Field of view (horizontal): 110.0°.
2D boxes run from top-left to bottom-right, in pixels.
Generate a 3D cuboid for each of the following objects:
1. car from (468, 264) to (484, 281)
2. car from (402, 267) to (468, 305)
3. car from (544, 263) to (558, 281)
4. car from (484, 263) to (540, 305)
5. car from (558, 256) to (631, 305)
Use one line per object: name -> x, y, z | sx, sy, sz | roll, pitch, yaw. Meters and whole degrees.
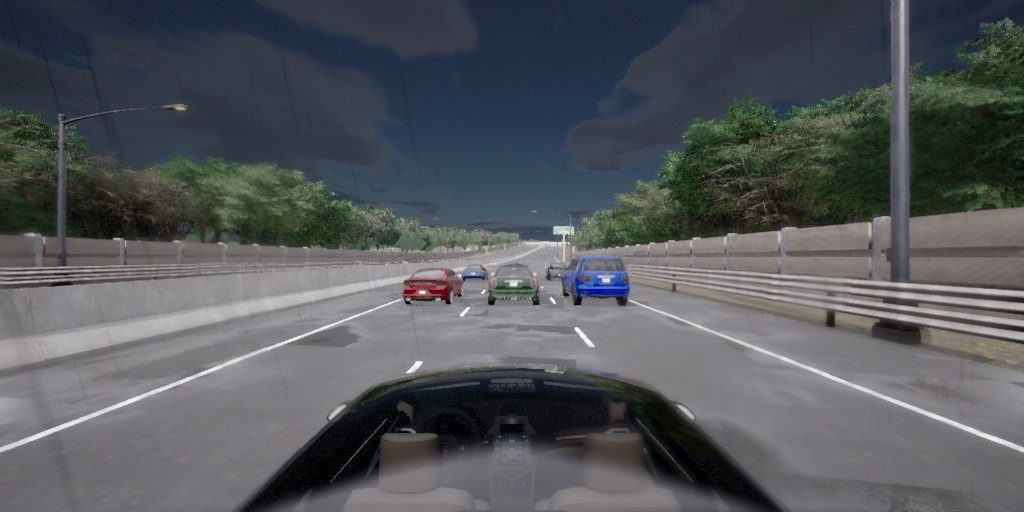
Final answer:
car -> -3.126, 1.411, 31.171 | 1.994, 1.385, 4.181 | 0, 0, 1
car -> -3.407, 1.256, 16.237 | 1.882, 1.535, 5.008 | 0, 0, 1
car -> 3.872, 1.336, 30.995 | 2.128, 1.511, 4.902 | 0, 0, 1
car -> 0.092, 1.138, 16.164 | 2.097, 1.767, 4.553 | 0, 0, 1
car -> 3.592, 1.030, 16.180 | 2.150, 2.045, 5.566 | 0, 0, 1
